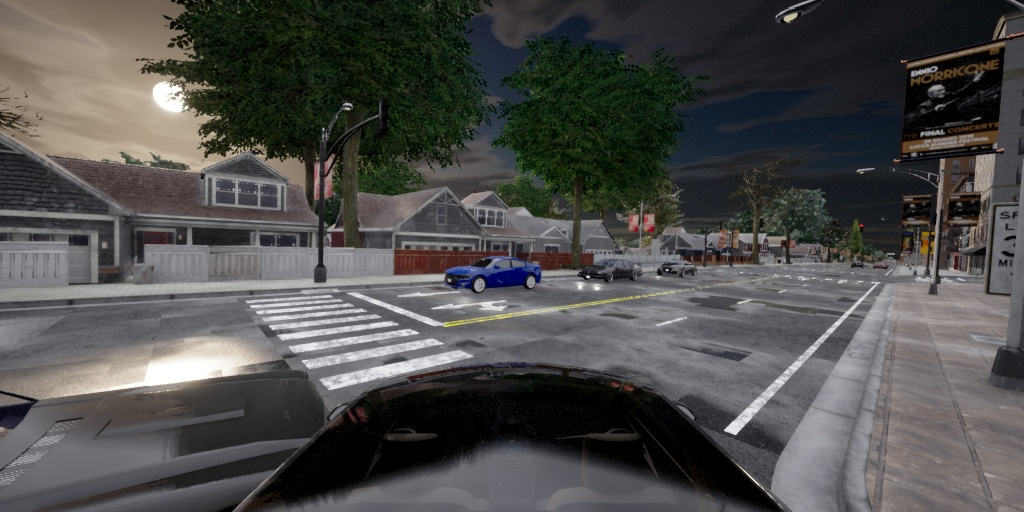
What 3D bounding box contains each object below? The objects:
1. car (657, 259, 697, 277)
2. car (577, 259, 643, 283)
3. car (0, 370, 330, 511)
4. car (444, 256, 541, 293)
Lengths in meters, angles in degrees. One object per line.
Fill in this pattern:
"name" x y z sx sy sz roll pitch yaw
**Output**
"car" 13.918 0.966 30.165 4.181 1.385 1.994 0 3 -43
"car" 6.558 0.889 23.416 5.357 1.411 2.033 0 3 -43
"car" -3.325 1.279 1.539 4.718 1.301 1.895 1 2 -33
"car" -0.769 0.762 16.667 5.008 1.535 1.882 0 3 -43
